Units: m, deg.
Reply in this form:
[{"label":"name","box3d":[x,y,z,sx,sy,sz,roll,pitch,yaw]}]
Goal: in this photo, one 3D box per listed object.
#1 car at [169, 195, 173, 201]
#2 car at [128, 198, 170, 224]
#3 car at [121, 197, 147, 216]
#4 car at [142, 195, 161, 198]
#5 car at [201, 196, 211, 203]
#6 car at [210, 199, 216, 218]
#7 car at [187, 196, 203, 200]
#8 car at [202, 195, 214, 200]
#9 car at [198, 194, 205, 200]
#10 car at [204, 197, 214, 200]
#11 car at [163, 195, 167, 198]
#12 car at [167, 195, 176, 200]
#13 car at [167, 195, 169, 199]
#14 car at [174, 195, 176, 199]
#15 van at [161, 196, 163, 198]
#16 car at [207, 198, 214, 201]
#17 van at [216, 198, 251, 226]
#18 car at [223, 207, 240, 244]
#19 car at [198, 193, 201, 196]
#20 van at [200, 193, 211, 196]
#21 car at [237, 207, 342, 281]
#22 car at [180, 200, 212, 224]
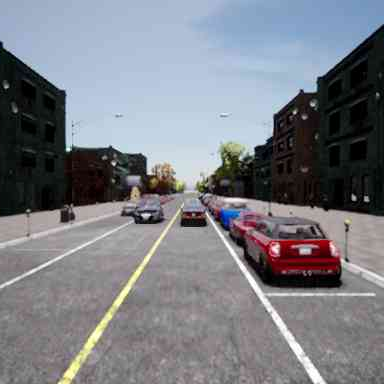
[{"label":"car","box3d":[-5.687,1.360,70.860,1.967,1.590,4.097,-1,0,0]},{"label":"car","box3d":[-3.094,1.464,24.770,2.128,1.511,4.902,0,0,0]},{"label":"car","box3d":[-5.690,1.516,32.021,2.008,1.369,4.403,-1,0,0]},{"label":"car","box3d":[-5.691,1.267,43.118,2.192,1.841,5.009,-1,0,0]},{"label":"car","box3d":[2.694,1.509,65.313,1.802,1.307,4.206,-1,0,0]},{"label":"car","box3d":[2.690,1.516,26.474,1.887,1.381,4.507,-1,0,0]},{"label":"car","box3d":[0.103,1.551,45.293,1.895,1.301,4.718,0,0,0]},{"label":"car","box3d":[2.692,1.528,48.668,1.802,1.307,4.206,-1,0,0]},{"label":"car","box3d":[2.697,1.419,93.223,1.752,1.417,4.829,-1,0,0]},{"label":"car","box3d":[2.691,1.541,37.571,1.802,1.307,4.206,-1,0,0]},{"label":"car","box3d":[-5.689,1.380,54.215,1.967,1.590,4.097,-1,0,0]},{"label":"car","box3d":[-5.684,1.444,93.053,2.008,1.369,4.403,-1,0,0]},{"label":"car","box3d":[-5.687,1.478,59.763,1.887,1.381,4.507,-1,0,0]},{"label":"car","box3d":[-5.684,1.482,87.504,1.802,1.307,4.206,-1,0,0]},{"label":"van","box3d":[-5.691,1.287,48.666,1.690,1.788,3.998,-1,0,0]},{"label":"car","box3d":[2.691,1.547,32.022,1.802,1.307,4.206,-1,0,0]},{"label":"van","box3d":[2.687,1.318,20.926,1.690,1.788,3.998,-1,0,0]},{"label":"car","box3d":[2.690,1.565,15.377,1.802,1.307,4.206,-1,0,0]},{"label":"car","box3d":[2.691,1.248,59.764,2.192,1.841,5.009,-1,0,0]},{"label":"van","box3d":[2.691,1.281,54.216,1.690,1.788,3.998,-1,0,0]},{"label":"car","box3d":[2.687,1.430,9.829,1.967,1.590,4.097,-1,0,0]},{"label":"car","box3d":[0.103,1.521,24.184,2.033,1.411,5.357,0,0,0]}]
